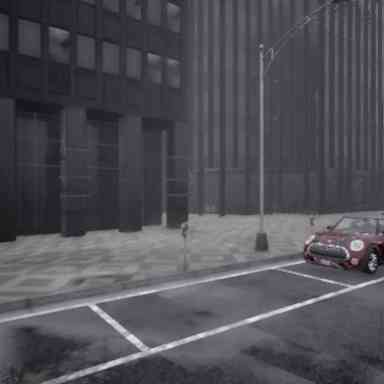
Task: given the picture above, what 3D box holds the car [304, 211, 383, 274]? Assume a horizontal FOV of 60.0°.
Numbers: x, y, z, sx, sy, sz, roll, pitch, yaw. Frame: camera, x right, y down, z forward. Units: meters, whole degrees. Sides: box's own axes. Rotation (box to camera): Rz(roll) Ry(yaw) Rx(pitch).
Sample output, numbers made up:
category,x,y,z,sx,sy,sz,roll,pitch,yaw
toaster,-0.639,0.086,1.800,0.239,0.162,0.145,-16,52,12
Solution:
category,x,y,z,sx,sy,sz,roll,pitch,yaw
car,5.366,1.441,10.469,4.097,1.590,1.967,0,0,-35
